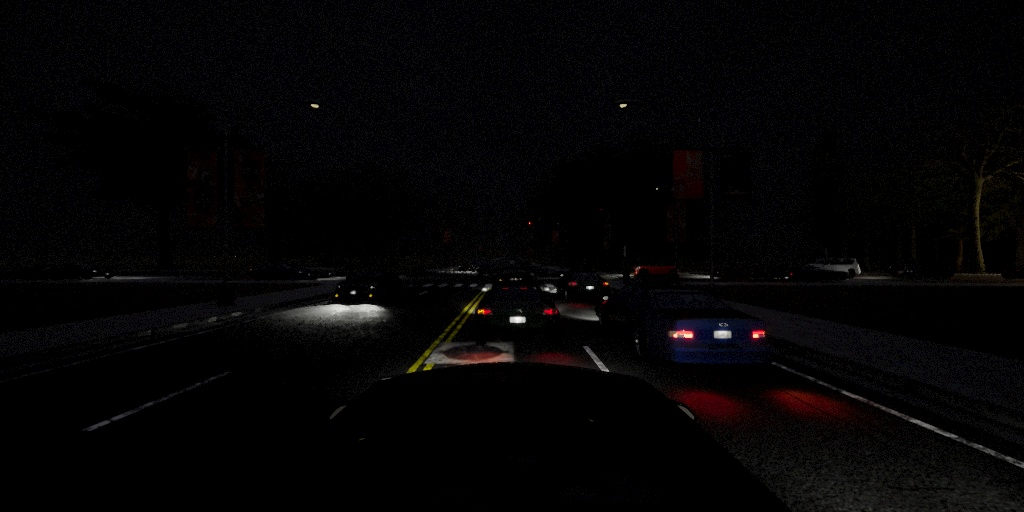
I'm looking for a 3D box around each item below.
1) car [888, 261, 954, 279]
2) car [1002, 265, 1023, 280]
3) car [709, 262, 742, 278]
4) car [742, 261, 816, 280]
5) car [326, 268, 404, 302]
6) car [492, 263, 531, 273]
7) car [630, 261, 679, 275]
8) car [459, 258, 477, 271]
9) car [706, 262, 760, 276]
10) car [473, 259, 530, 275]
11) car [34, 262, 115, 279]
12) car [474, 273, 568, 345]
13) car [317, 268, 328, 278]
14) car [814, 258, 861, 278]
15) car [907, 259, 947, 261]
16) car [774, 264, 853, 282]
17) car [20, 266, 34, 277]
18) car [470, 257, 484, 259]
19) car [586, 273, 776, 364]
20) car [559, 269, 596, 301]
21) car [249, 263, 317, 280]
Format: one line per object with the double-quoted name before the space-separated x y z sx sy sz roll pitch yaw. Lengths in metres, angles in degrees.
"car" 42.657 1.564 37.185 4.902 1.511 2.128 0 0 0
"car" 49.596 1.600 33.831 5.008 1.535 1.882 1 0 -1
"car" 23.232 1.518 37.078 4.181 1.385 1.994 0 0 -2
"car" 24.932 1.448 33.627 4.902 1.511 2.128 0 0 0
"car" -6.587 1.336 16.893 1.994 1.385 4.181 0 0 0
"car" 0.098 1.282 18.486 1.837 1.490 4.892 0 0 0
"car" 14.598 1.262 36.984 4.553 1.767 2.097 0 0 -1
"car" -6.567 1.411 52.122 1.837 1.490 4.892 0 0 0
"car" 24.802 1.471 40.325 4.892 1.490 1.837 0 0 -1
"car" -0.869 1.312 33.447 4.902 1.511 2.128 0 0 0
"car" -36.091 1.220 29.904 4.674 1.442 1.812 0 0 -1
"car" 0.106 1.320 9.580 1.994 1.385 4.181 0 0 0
"car" -19.152 1.358 33.310 4.718 1.301 1.895 0 0 -1
"car" 32.674 1.227 37.135 5.566 2.045 2.150 0 0 0
"car" 45.924 1.324 40.434 5.566 2.045 2.150 0 0 0
"car" 25.460 1.555 30.381 4.718 1.301 1.895 0 0 0
"car" -41.904 1.284 33.108 4.718 1.301 1.895 0 0 0
"car" -6.553 1.187 61.972 2.150 2.045 5.566 0 0 0
"car" 3.353 1.302 8.231 2.033 1.411 5.357 0 0 0
"car" 3.356 1.338 17.475 1.994 1.385 4.181 0 0 0
"car" -19.389 1.277 30.067 4.674 1.442 1.812 0 0 -2
